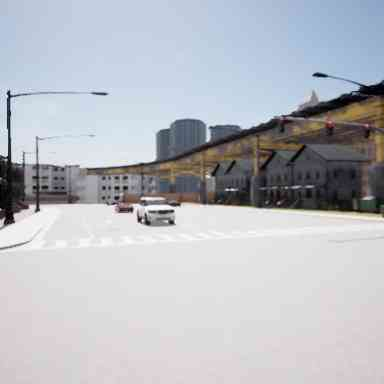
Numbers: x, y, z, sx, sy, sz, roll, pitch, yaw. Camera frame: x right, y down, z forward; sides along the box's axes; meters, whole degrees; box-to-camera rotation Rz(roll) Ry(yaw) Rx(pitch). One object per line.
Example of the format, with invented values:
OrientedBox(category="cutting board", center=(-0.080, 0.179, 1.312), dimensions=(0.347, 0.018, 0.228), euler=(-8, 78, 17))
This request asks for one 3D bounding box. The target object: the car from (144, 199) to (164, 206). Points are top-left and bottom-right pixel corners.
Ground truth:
OrientedBox(category="car", center=(-7.833, 2.116, 68.008), dimensions=(1.812, 1.442, 4.674), euler=(0, -1, -37))

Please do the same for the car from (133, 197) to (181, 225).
OrientedBox(category="car", center=(-2.976, 1.455, 26.590), dimensions=(2.150, 2.045, 5.566), euler=(-1, 0, -20))

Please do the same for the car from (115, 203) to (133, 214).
OrientedBox(category="car", center=(-8.604, 2.019, 42.426), dimensions=(1.895, 1.301, 4.718), euler=(-1, 0, -20))

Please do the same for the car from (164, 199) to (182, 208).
OrientedBox(category="car", center=(-3.428, 2.038, 59.368), dimensions=(1.994, 1.385, 4.181), euler=(-1, 0, -23))
